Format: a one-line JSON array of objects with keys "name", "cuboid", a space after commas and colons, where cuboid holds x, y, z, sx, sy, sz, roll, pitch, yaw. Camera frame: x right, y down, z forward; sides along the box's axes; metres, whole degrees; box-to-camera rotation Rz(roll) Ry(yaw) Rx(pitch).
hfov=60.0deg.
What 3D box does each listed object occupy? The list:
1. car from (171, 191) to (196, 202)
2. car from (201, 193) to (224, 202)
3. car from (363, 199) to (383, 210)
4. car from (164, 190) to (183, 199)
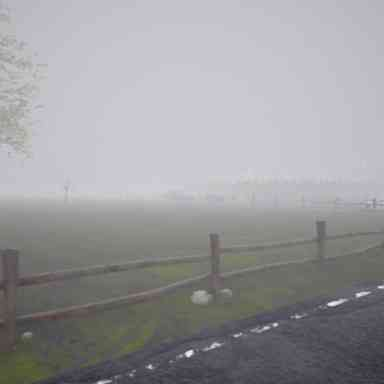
[{"name": "car", "cuboid": [-1.345, 1.043, 59.918, 1.895, 1.301, 4.718, 1, 0, -35]}, {"name": "car", "cuboid": [3.536, 1.028, 57.929, 1.837, 1.490, 4.892, 1, 0, -35]}, {"name": "car", "cuboid": [20.315, 1.344, 34.534, 1.812, 1.442, 4.674, 1, 0, -36]}, {"name": "car", "cuboid": [-3.643, 0.619, 67.861, 2.150, 2.045, 5.566, 1, 0, -36]}]
